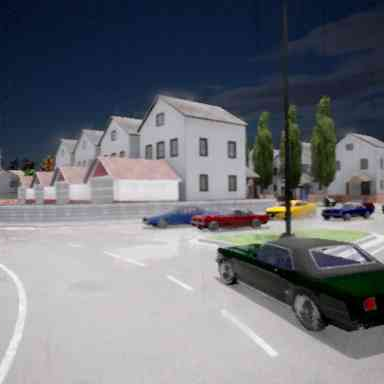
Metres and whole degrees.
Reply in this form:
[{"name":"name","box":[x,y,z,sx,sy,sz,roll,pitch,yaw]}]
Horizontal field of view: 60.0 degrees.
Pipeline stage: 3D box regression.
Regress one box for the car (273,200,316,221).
[{"name":"car","box":[8.197,1.462,27.486,5.008,1.535,1.882,-1,0,-34]}]

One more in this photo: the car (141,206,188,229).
[{"name":"car","box":[-0.676,1.649,22.623,5.357,1.411,2.033,-1,0,-21]}]

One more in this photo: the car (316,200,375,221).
[{"name":"car","box":[12.064,1.519,25.860,4.718,1.301,1.895,-1,0,-36]}]

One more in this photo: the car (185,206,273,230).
[{"name":"car","box":[2.286,1.647,20.298,4.718,1.301,1.895,-1,0,-25]}]

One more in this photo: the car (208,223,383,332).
[{"name":"car","box":[2.199,1.595,6.935,1.895,1.301,4.718,-1,0,-21]}]

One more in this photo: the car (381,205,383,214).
[{"name":"car","box":[20.073,1.421,32.005,4.718,1.301,1.895,-1,0,-38]}]
